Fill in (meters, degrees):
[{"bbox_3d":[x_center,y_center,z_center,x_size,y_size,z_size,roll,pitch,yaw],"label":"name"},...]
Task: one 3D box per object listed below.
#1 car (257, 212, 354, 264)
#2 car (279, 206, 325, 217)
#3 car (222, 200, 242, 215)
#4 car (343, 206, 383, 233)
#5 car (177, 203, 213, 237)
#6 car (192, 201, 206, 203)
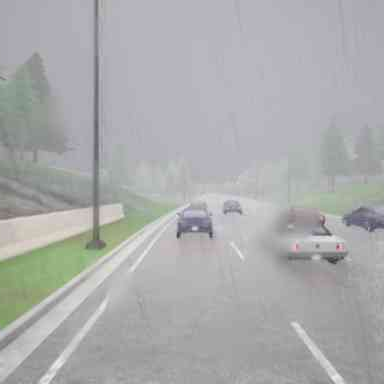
[{"bbox_3d":[3.605,1.612,11.840,1.895,1.301,4.718,0,0,0],"label":"car"},{"bbox_3d":[7.229,1.622,22.417,1.895,1.301,4.718,0,0,1],"label":"car"},{"bbox_3d":[4.178,1.581,34.783,2.033,1.411,5.357,0,0,3],"label":"car"},{"bbox_3d":[10.679,1.545,19.721,1.812,1.442,4.674,0,0,1],"label":"car"},{"bbox_3d":[0.165,1.543,17.926,1.812,1.442,4.674,0,0,1],"label":"car"},{"bbox_3d":[0.737,1.635,35.944,1.895,1.301,4.718,0,0,3],"label":"car"}]
